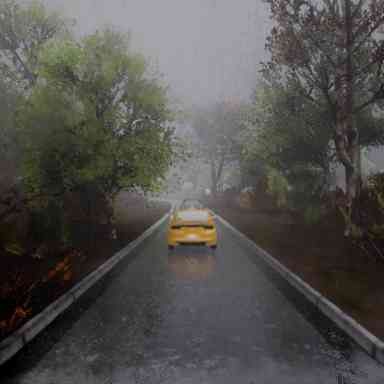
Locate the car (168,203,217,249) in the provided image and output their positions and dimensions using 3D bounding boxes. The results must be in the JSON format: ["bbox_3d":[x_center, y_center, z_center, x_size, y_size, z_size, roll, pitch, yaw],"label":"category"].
[{"bbox_3d":[0.015,1.485,14.657,1.882,1.535,5.008,0,0,0],"label":"car"}]

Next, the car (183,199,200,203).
[{"bbox_3d":[-0.033,1.369,29.628,2.097,1.767,4.553,0,0,0],"label":"car"}]
